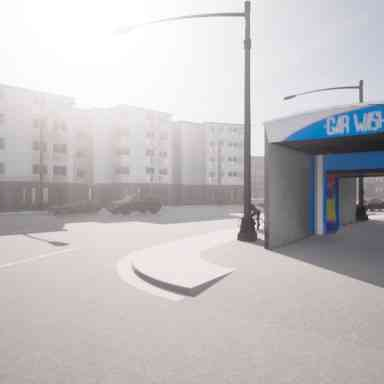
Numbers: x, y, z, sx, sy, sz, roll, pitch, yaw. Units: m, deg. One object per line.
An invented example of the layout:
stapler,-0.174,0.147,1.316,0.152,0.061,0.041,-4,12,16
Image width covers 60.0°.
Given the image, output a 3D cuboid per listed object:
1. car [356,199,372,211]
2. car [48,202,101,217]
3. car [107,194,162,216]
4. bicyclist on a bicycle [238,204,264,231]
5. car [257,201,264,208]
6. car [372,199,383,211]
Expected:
car,15.684,1.600,34.084,4.718,1.301,1.895,0,0,-22
car,-11.221,1.598,31.850,1.895,1.301,4.718,0,0,41
car,-5.565,1.219,32.885,5.566,2.045,2.150,0,0,-44
bicyclist on a bicycle,3.233,1.300,18.267,1.656,1.620,0.582,0,0,38
car,12.062,1.546,47.880,5.357,1.411,2.033,0,0,-20
car,22.009,1.525,39.913,4.674,1.442,1.812,0,0,-18
